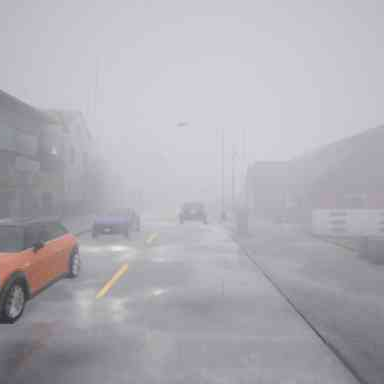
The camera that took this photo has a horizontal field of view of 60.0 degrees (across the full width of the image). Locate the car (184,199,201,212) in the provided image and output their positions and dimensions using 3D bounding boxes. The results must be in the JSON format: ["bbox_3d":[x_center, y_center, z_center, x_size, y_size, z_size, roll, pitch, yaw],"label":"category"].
[{"bbox_3d":[0.080,1.715,43.930,2.128,1.511,4.902,0,0,0],"label":"car"}]

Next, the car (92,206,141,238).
[{"bbox_3d":[-4.058,1.573,18.512,1.882,1.535,5.008,0,0,0],"label":"car"}]

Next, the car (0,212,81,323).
[{"bbox_3d":[-4.093,1.389,7.201,2.097,1.767,4.553,0,0,0],"label":"car"}]

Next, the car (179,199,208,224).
[{"bbox_3d":[0.103,1.486,26.246,2.097,1.767,4.553,0,0,0],"label":"car"}]
